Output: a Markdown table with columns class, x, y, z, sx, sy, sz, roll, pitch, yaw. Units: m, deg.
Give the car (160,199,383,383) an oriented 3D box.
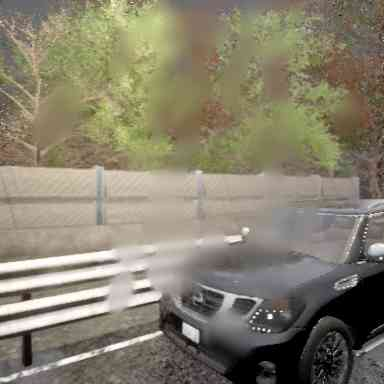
| class | x | y | z | sx | sy | sz | roll | pitch | yaw |
| --- | --- | --- | --- | --- | --- | --- | --- | --- | --- |
| car | 2.233 | 1.162 | 5.268 | 5.566 | 2.045 | 2.150 | -1 | 1 | -35 |
